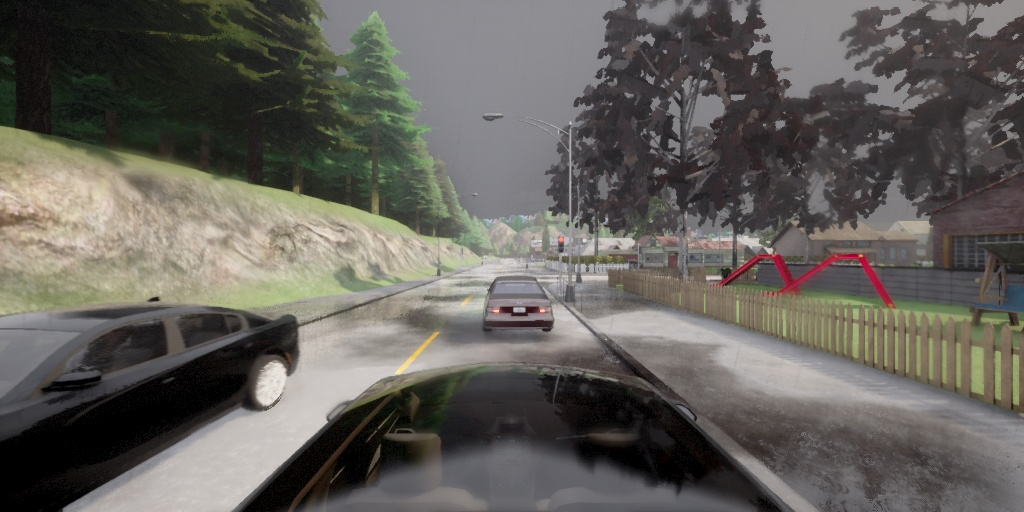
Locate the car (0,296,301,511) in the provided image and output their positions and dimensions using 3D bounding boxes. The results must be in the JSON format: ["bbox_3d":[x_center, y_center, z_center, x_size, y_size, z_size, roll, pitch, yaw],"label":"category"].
[{"bbox_3d":[-4.080,1.228,3.265,1.882,1.535,5.008,0,0,0],"label":"car"}]

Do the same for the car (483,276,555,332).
[{"bbox_3d":[0.100,1.297,10.834,2.033,1.411,5.357,0,0,-2],"label":"car"}]
